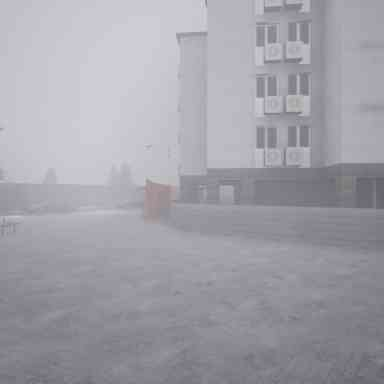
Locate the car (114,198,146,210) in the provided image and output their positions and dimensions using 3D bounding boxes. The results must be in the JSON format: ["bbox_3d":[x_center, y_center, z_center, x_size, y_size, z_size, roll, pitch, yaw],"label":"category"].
[{"bbox_3d":[-7.634,1.478,42.447,1.882,1.535,5.008,0,0,36],"label":"car"}]

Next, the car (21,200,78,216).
[{"bbox_3d":[-14.135,1.547,33.379,2.033,1.411,5.357,0,0,36],"label":"car"}]
